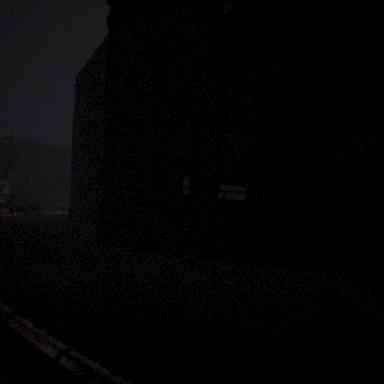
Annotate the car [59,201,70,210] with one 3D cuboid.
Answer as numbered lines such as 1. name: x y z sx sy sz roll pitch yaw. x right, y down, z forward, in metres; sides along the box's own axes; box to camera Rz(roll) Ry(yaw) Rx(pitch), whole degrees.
1. car: -18.620 2.138 51.766 2.128 1.511 4.902 4 -1 11

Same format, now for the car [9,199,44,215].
1. car: -19.800 1.840 39.857 1.882 1.535 5.008 4 -1 3

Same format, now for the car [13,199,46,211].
1. car: -22.726 1.794 46.804 1.812 1.442 4.674 4 -1 7
